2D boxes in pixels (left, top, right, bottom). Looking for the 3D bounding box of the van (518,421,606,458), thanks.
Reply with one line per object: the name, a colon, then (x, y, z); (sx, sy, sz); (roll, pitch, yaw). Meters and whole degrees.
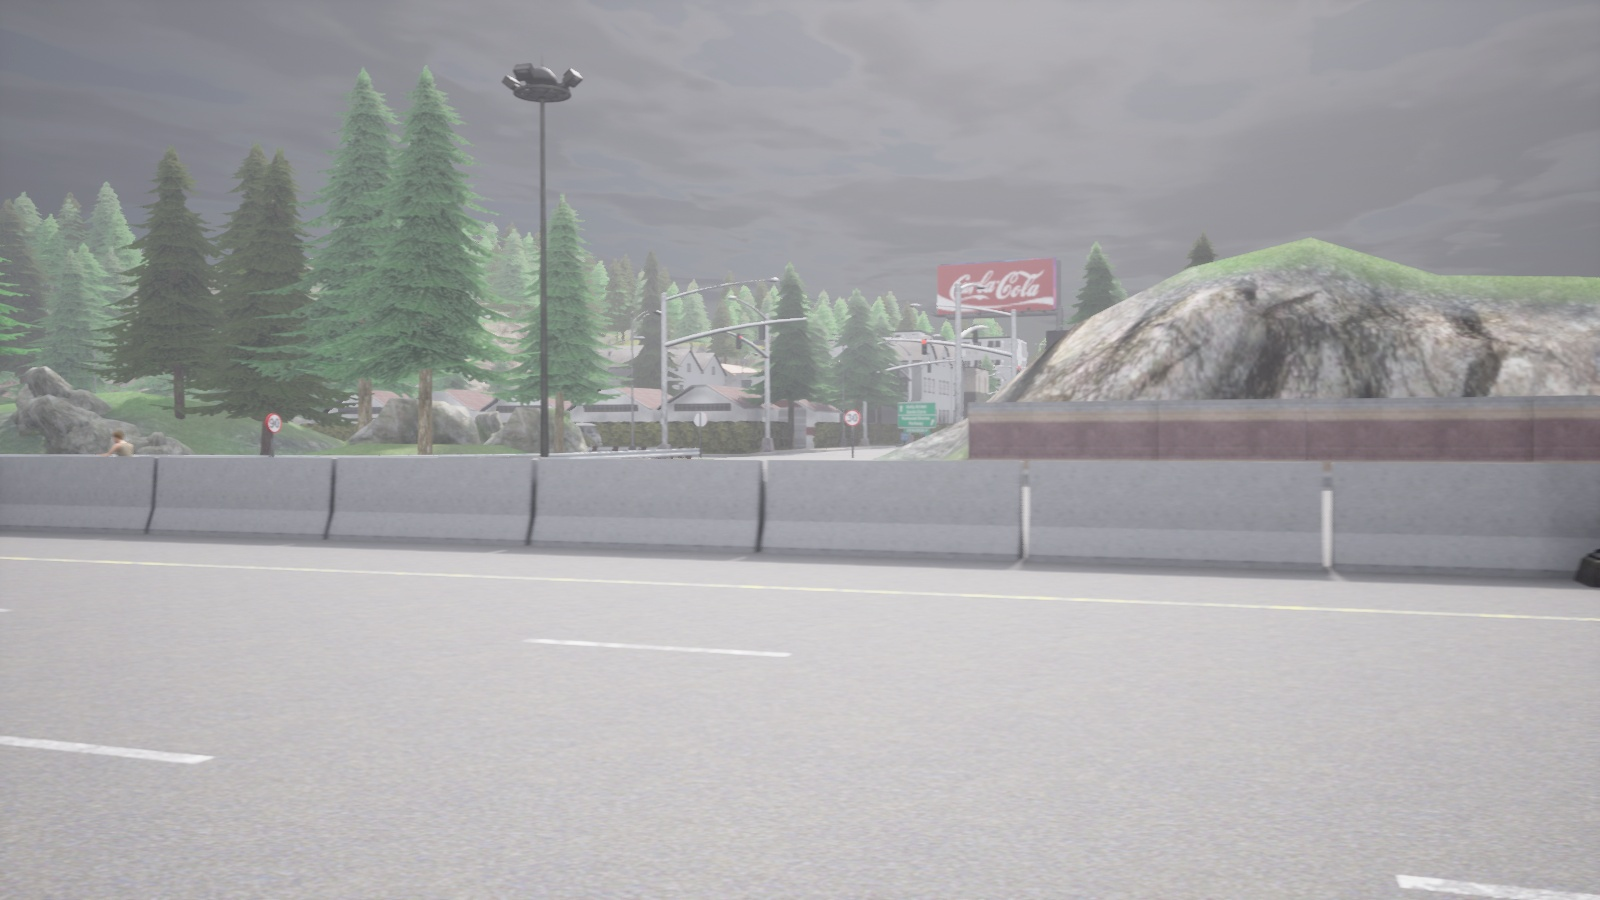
van: (-13.084, -0.579, 68.968); (4.442, 1.987, 1.775); (1, 1, 19)
